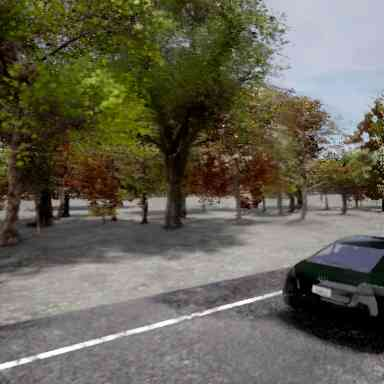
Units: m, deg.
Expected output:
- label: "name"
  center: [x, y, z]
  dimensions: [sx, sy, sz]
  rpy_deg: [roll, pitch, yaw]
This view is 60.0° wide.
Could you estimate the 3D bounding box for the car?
- label: "car"
  center: [3.719, 1.564, 6.522]
  dimensions: [4.181, 1.385, 1.994]
  rpy_deg: [0, 0, -35]
